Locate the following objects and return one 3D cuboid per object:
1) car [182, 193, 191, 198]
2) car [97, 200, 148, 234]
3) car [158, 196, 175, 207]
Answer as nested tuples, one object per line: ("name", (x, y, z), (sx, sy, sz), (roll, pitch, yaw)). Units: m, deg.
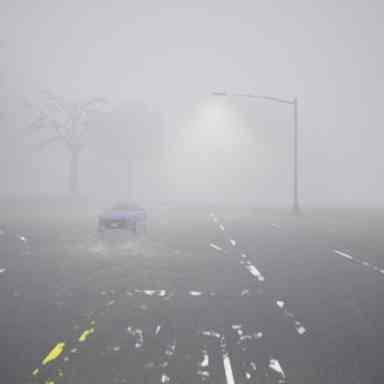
("car", (-1.625, 1.118, 95.354), (2.033, 1.411, 5.357), (0, 0, 7))
("car", (-3.505, 1.214, 17.512), (1.882, 1.535, 5.008), (1, 0, 0))
("car", (-3.574, 1.264, 46.017), (1.812, 1.442, 4.674), (0, 0, 0))
